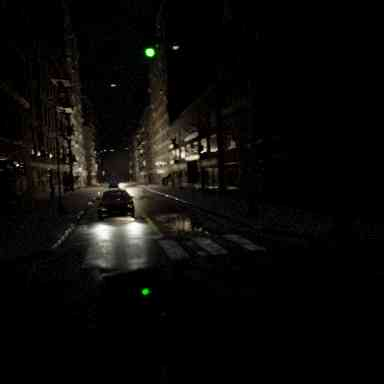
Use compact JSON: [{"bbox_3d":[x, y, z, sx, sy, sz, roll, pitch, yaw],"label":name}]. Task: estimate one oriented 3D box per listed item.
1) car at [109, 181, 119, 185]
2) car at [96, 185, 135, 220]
[{"bbox_3d":[-14.110,-1.184,59.973,1.812,1.442,4.674,-3,3,-13],"label":"car"},{"bbox_3d":[-4.341,0.615,19.017,1.882,1.535,5.008,-3,3,-13],"label":"car"}]
